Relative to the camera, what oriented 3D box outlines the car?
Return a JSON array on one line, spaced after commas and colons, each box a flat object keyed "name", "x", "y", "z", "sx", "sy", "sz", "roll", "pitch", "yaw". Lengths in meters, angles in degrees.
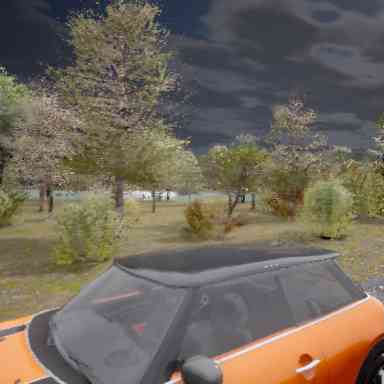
[{"name": "car", "x": -0.159, "y": 1.351, "z": 2.951, "sx": 4.553, "sy": 1.767, "sz": 2.097, "roll": 0, "pitch": 0, "yaw": -36}]
